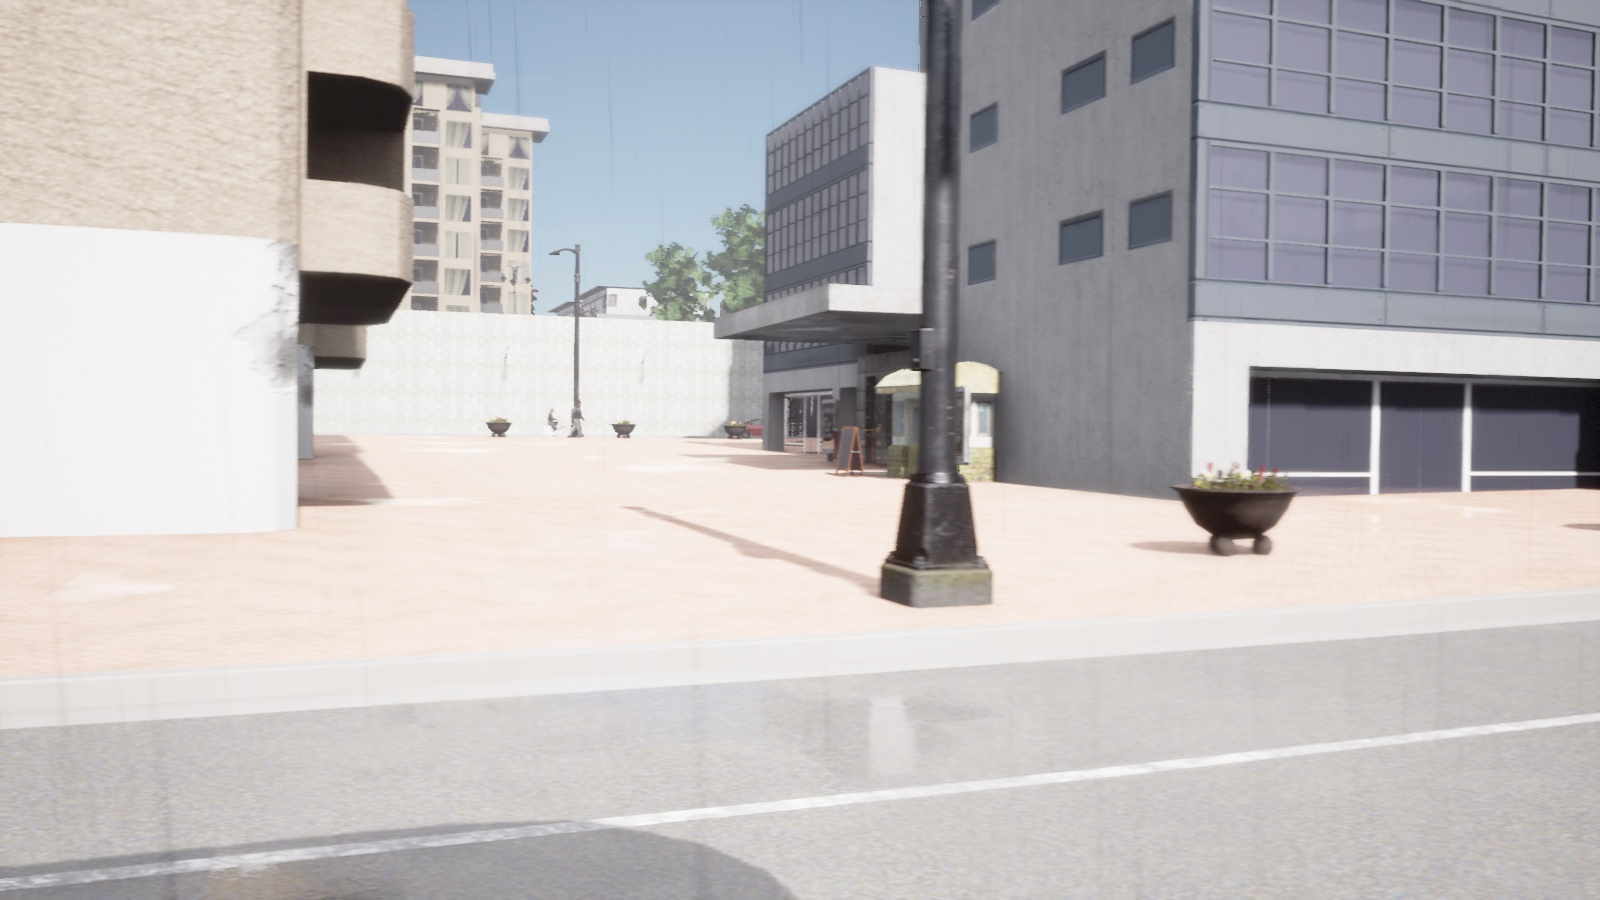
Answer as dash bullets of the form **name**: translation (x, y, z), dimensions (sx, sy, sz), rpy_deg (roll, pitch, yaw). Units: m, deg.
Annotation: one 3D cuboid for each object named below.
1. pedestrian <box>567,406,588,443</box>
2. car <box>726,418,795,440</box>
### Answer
- **pedestrian**: translation (-11.305, -1.295, 63.846), dimensions (0.849, 1.883, 0.563), rpy_deg (0, 1, 18)
- **car**: translation (-2.845, -1.516, 89.988), dimensions (4.514, 1.525, 2.007), rpy_deg (-1, 1, -20)
